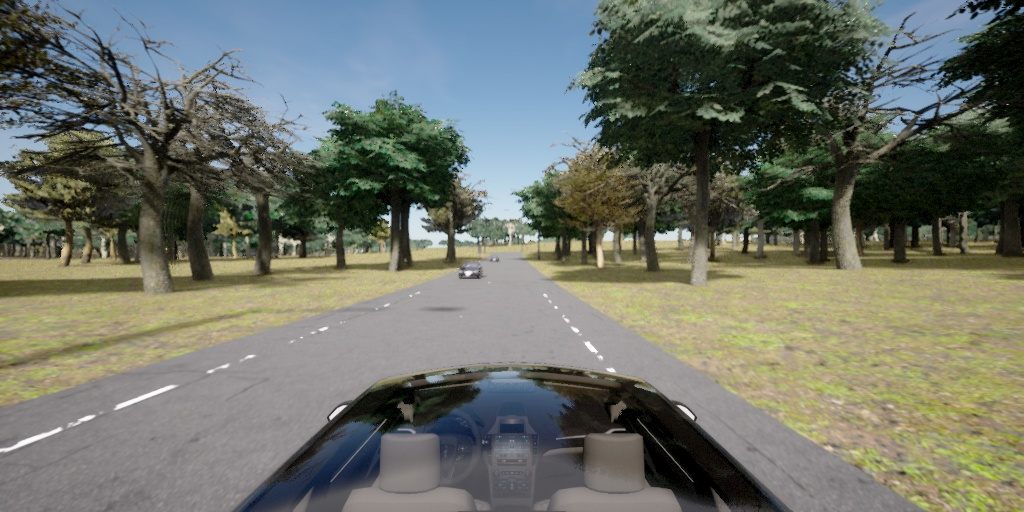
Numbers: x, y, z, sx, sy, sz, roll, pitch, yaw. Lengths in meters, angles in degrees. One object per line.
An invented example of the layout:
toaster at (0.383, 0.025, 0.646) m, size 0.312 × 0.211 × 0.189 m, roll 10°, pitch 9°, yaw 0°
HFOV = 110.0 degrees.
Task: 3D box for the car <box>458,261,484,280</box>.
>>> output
car at (-3.606, 1.258, 32.053) m, size 2.128 × 1.511 × 4.902 m, roll 0°, pitch 1°, yaw 0°
